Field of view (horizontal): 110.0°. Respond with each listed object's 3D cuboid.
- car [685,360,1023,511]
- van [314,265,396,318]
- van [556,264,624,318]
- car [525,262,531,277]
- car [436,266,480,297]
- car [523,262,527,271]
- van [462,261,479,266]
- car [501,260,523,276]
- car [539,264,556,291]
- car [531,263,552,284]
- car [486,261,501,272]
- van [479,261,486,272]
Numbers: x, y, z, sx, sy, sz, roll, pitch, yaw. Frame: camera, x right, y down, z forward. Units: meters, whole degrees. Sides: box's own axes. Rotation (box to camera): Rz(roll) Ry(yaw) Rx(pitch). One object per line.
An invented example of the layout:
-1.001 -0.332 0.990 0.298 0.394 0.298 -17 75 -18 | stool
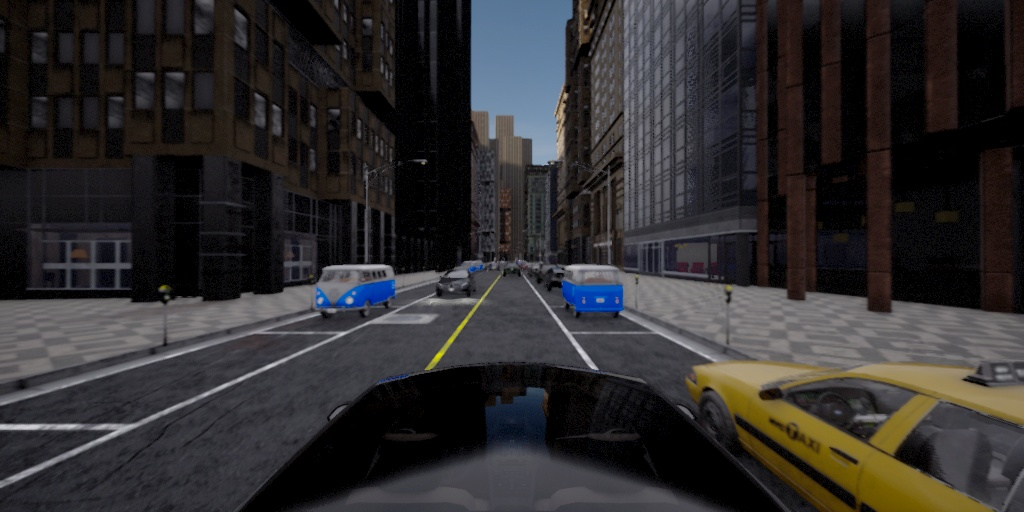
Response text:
2.856 1.280 2.264 1.751 1.417 4.829 0 0 0 | car
-5.672 1.218 13.380 1.690 1.789 3.998 0 0 0 | van
2.853 1.219 13.390 1.690 1.789 3.998 0 0 0 | van
2.842 1.732 41.632 2.007 1.370 4.403 0 0 0 | car
-3.107 1.482 20.703 1.812 1.442 4.674 0 -1 0 | car
2.840 1.791 47.281 2.007 1.370 4.403 0 0 0 | car
-5.685 1.581 47.271 1.690 1.789 3.998 0 0 0 | van
0.028 1.564 44.649 2.097 1.767 4.553 0 -1 1 | car
3.137 1.499 24.206 1.837 1.490 4.892 0 -1 0 | car
3.102 1.423 31.177 2.097 1.767 4.553 0 -1 0 | car
-3.063 1.890 62.063 2.128 1.511 4.902 0 -1 1 | car
-5.689 1.701 58.568 1.690 1.789 3.998 0 0 0 | van
